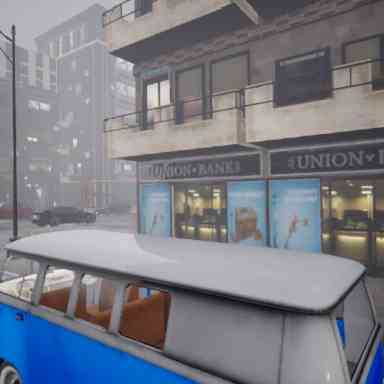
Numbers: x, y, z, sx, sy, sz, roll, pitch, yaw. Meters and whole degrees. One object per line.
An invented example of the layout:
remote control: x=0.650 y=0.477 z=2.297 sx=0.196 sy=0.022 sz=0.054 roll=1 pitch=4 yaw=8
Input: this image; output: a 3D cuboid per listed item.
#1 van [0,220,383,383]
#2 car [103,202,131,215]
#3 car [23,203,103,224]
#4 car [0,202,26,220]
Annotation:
van: x=-0.399 y=1.341 z=3.144 sx=3.998 sy=1.788 sz=1.690 roll=0 pitch=-1 yaw=36
car: x=-8.574 y=1.792 z=36.366 sx=1.947 sy=1.339 sz=4.313 roll=-2 pitch=-1 yaw=36
car: x=-8.499 y=1.579 z=22.314 sx=1.947 sy=1.339 sz=4.313 roll=-2 pitch=-1 yaw=36
car: x=-15.251 y=1.602 z=27.281 sx=1.967 sy=1.590 sz=4.097 roll=-2 pitch=-1 yaw=36
